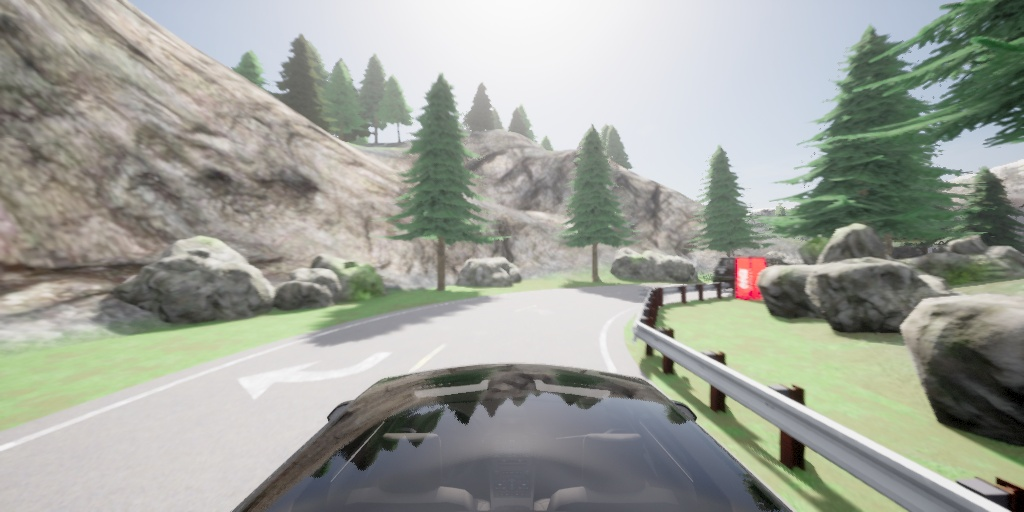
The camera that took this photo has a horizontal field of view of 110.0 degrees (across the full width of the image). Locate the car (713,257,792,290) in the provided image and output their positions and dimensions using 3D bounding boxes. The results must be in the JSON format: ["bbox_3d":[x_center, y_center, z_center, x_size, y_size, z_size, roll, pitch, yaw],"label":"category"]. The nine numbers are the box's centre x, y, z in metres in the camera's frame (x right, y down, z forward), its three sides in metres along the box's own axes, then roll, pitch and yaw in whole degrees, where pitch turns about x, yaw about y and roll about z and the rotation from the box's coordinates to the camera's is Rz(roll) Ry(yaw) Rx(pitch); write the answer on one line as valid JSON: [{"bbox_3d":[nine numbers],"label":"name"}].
[{"bbox_3d":[15.071,1.062,21.621,5.566,2.045,2.150,0,-1,-8],"label":"car"}]

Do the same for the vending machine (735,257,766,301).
[{"bbox_3d":[11.391,1.015,17.147,0.880,2.100,1.100,0,0,-24],"label":"vending machine"}]
